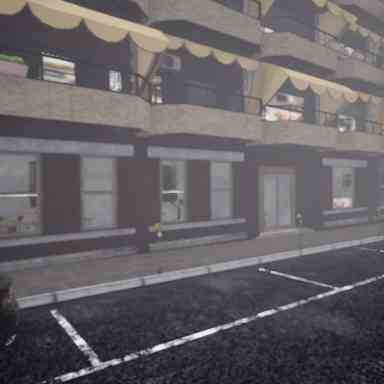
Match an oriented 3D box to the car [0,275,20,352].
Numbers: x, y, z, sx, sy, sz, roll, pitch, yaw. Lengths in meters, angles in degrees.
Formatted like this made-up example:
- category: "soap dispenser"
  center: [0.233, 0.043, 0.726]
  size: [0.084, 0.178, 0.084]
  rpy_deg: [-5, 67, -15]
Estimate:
- category: "car"
  center: [-4.302, 1.561, 3.514]
  size: [4.403, 1.369, 2.008]
  rpy_deg: [0, 0, -35]
